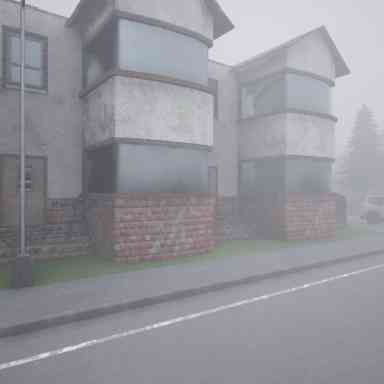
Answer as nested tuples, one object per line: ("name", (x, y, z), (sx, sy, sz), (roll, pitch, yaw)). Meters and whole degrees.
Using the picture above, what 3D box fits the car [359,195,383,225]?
("car", (13.909, 1.222, 21.713), (2.150, 2.045, 5.566), (0, 0, -33))
